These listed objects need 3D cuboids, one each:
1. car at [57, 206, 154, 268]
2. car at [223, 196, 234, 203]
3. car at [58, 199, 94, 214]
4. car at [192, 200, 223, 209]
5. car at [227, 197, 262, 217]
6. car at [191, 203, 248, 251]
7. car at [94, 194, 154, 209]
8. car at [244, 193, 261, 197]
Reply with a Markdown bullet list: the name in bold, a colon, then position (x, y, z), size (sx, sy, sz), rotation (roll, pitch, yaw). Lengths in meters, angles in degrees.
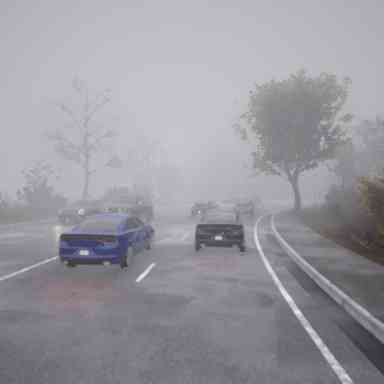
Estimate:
- **car**: position (-2.618, 1.464, 11.310), size (1.882, 1.535, 5.008), rotation (0, 0, 6)
- **car**: position (7.403, 1.536, 62.422), size (2.033, 1.411, 5.357), rotation (0, 0, 32)
- **car**: position (-7.773, 1.308, 24.309), size (2.097, 1.767, 4.553), rotation (0, 0, 13)
- **car**: position (1.314, 1.497, 30.991), size (1.837, 1.490, 4.892), rotation (0, 0, 16)
- **car**: position (5.053, 1.502, 31.299), size (2.128, 1.511, 4.902), rotation (0, 0, 16)
- **car**: position (1.282, 1.478, 14.282), size (1.882, 1.535, 5.008), rotation (0, 0, 8)
- **car**: position (-4.409, 1.193, 23.515), size (2.150, 2.045, 5.566), rotation (0, 0, 12)
- **car**: position (11.130, 1.236, 61.767), size (2.150, 2.045, 5.566), rotation (0, 0, 32)
